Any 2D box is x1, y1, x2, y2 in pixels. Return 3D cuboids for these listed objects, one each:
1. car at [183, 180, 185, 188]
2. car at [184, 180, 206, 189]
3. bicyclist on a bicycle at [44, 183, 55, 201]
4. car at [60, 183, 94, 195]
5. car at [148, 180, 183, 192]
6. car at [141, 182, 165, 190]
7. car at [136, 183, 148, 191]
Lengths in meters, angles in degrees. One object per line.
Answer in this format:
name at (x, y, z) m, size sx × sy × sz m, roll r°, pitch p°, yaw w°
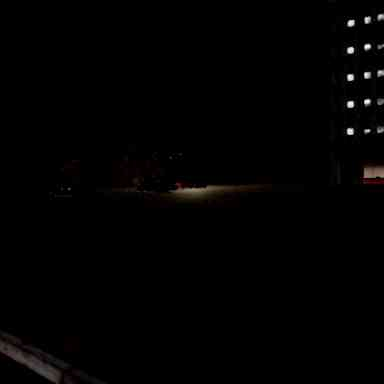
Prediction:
car at (-1.884, -1.505, 64.016) m, size 2.097 × 1.767 × 4.553 m, roll 0°, pitch 3°, yaw 28°
car at (0.995, -1.245, 62.509) m, size 1.895 × 1.301 × 4.718 m, roll 0°, pitch 3°, yaw 28°
bicyclist on a bicycle at (-13.134, 0.031, 30.517) m, size 1.656 × 1.620 × 0.582 m, roll 0°, pitch 2°, yaw 33°
car at (-16.017, -0.507, 46.410) m, size 2.097 × 1.767 × 4.553 m, roll 0°, pitch 3°, yaw 31°
car at (-4.182, -0.825, 53.290) m, size 2.033 × 1.411 × 5.357 m, roll 0°, pitch 3°, yaw 31°
car at (-7.144, -1.118, 61.260) m, size 1.812 × 1.442 × 4.674 m, roll 0°, pitch 3°, yaw 29°
car at (-6.964, -0.843, 54.970) m, size 2.033 × 1.411 × 5.357 m, roll 0°, pitch 3°, yaw 31°
